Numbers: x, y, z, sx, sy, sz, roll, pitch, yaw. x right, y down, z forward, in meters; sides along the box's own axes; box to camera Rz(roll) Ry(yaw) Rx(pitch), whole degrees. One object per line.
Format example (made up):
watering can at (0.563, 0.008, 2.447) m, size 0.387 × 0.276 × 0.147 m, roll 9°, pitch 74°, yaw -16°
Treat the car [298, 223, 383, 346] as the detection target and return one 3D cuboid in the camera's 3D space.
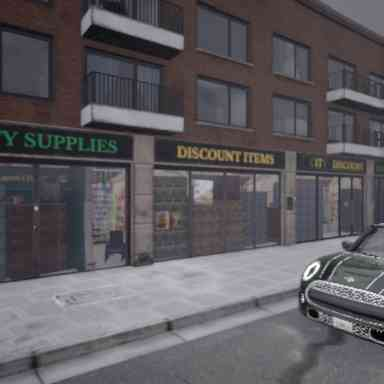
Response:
car at (4.067, 1.370, 6.199) m, size 4.553 × 1.767 × 2.097 m, roll 0°, pitch 0°, yaw -35°
